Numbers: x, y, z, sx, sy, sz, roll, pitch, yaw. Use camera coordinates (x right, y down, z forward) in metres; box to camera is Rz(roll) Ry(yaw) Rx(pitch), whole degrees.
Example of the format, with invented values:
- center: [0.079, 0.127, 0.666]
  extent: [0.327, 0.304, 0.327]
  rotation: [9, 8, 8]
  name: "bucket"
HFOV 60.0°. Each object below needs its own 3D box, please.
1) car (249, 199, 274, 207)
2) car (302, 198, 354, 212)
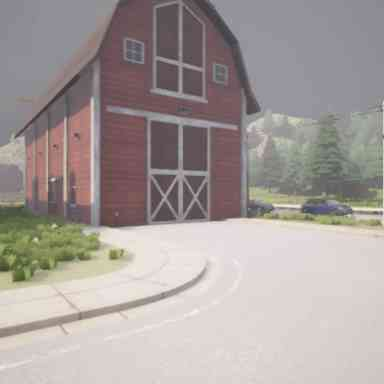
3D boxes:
- center: [7.295, 1.555, 38.032]
  extent: [1.837, 1.490, 4.892]
  rotation: [0, 0, -34]
  name: "car"
- center: [12.400, 1.402, 30.593]
  extent: [2.097, 1.767, 4.553]
  rotation: [0, 0, -34]
  name: "car"
